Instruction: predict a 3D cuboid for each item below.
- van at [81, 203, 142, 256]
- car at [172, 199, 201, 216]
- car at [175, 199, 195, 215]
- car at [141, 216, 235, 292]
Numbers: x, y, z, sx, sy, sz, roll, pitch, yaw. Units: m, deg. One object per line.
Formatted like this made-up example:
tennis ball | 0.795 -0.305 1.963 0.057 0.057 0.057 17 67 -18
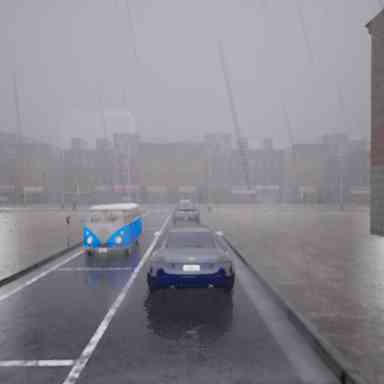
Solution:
van | -2.921 1.346 12.784 1.690 1.788 3.998 -1 0 -1
car | -0.421 1.504 23.768 2.128 1.511 4.902 0 0 -1
car | -0.638 1.527 35.099 1.837 1.490 4.892 0 0 2
car | -0.081 1.566 8.991 1.994 1.385 4.181 0 0 -2
